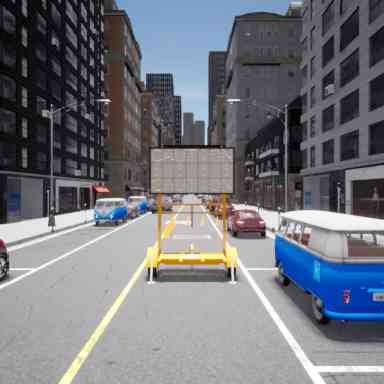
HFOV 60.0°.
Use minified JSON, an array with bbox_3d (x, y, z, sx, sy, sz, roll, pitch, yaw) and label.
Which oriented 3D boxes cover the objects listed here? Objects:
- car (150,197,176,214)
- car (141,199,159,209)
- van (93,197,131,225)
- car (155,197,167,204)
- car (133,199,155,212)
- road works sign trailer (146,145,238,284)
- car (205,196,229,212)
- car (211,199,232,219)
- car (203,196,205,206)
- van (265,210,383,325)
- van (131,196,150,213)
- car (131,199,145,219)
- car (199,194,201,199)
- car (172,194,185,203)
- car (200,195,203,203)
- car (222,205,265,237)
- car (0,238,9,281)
[{"bbox_3d":[-3.098,1.564,34.874,1.994,1.385,4.181,0,0,0],"label":"car"},{"bbox_3d":[-5.667,1.585,45.363,1.802,1.307,4.206,0,0,0],"label":"car"},{"bbox_3d":[-5.669,1.340,23.359,1.690,1.788,3.998,0,0,0],"label":"van"},{"bbox_3d":[-5.667,1.591,61.867,1.802,1.307,4.206,0,0,0],"label":"car"},{"bbox_3d":[-5.667,1.567,39.862,1.947,1.339,4.313,0,0,0],"label":"car"},{"bbox_3d":[0.001,0.464,9.532,2.380,3.560,2.880,0,0,0],"label":"road works sign trailer"},{"bbox_3d":[2.857,1.315,34.360,2.192,1.841,5.009,0,0,0],"label":"car"},{"bbox_3d":[2.858,1.582,28.858,1.802,1.307,4.206,0,0,0],"label":"car"},{"bbox_3d":[2.858,1.443,45.363,1.967,1.590,4.097,0,0,0],"label":"car"},{"bbox_3d":[2.856,1.341,6.853,1.690,1.788,3.998,0,0,0],"label":"van"},{"bbox_3d":[-5.668,1.341,34.360,1.690,1.788,3.998,0,0,0],"label":"van"},{"bbox_3d":[-5.668,1.550,28.859,2.008,1.369,4.403,0,0,0],"label":"car"},{"bbox_3d":[2.859,1.578,67.368,1.947,1.339,4.313,0,0,0],"label":"car"},{"bbox_3d":[-2.998,1.578,70.718,1.994,1.385,4.181,0,0,0],"label":"car"},{"bbox_3d":[2.858,1.557,56.365,2.008,1.369,4.403,0,0,0],"label":"car"},{"bbox_3d":[2.857,1.581,17.856,1.802,1.307,4.206,0,0,0],"label":"car"},{"bbox_3d":[-5.669,1.440,6.854,1.967,1.590,4.097,0,0,0],"label":"car"}]
